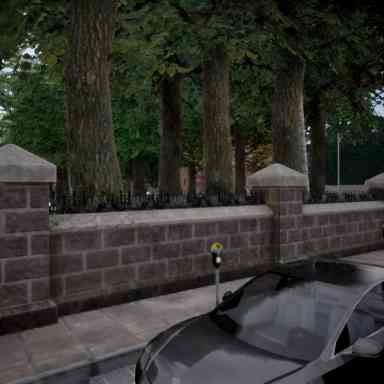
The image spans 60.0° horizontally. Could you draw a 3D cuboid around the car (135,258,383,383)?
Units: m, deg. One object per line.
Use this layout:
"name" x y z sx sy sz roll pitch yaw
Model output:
"car" 1.470 1.565 3.872 4.313 1.339 1.947 0 -1 -36
